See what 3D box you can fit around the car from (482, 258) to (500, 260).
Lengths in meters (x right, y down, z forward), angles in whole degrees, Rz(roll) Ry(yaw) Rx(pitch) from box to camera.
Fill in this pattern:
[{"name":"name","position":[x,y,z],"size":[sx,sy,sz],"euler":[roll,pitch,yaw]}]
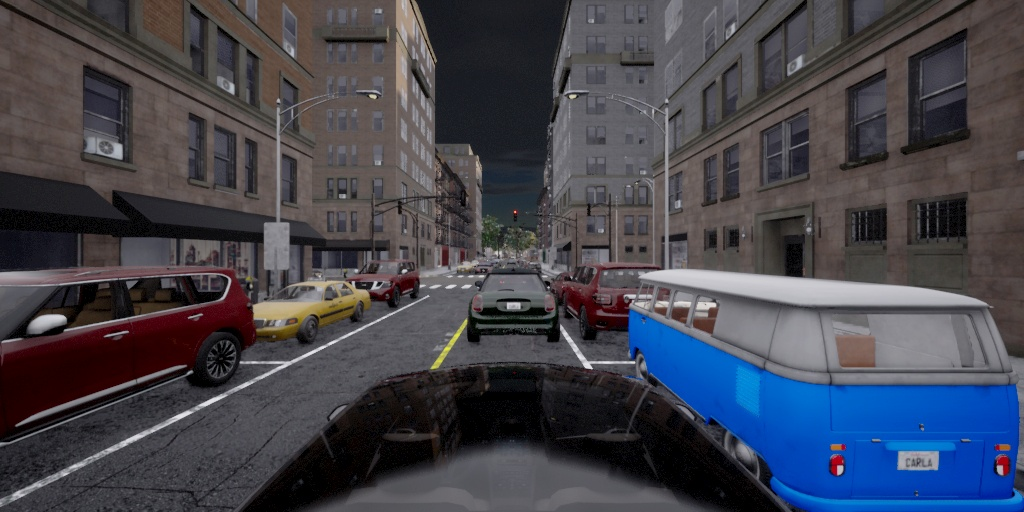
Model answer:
[{"name":"car","position":[-2.920,1.311,52.319],"size":[1.994,1.385,4.181],"euler":[0,0,0]}]

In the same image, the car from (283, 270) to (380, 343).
[{"name":"car","position":[-5.411,1.275,9.674],"size":[1.751,1.417,4.829],"euler":[0,0,0]}]

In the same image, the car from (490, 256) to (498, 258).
[{"name":"car","position":[-2.902,1.225,64.629],"size":[1.882,1.535,5.008],"euler":[0,1,0]}]

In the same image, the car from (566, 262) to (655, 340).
[{"name":"car","position":[2.626,1.064,9.856],"size":[2.192,1.841,5.009],"euler":[0,0,0]}]

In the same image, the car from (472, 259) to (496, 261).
[{"name":"car","position":[-2.907,1.311,38.155],"size":[1.994,1.385,4.181],"euler":[0,0,0]}]

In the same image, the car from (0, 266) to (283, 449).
[{"name":"car","position":[-5.402,1.065,4.167],"size":[2.192,1.841,5.009],"euler":[0,0,0]}]

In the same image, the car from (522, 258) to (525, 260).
[{"name":"car","position":[2.566,1.291,48.025],"size":[1.888,1.381,4.507],"euler":[0,0,0]}]

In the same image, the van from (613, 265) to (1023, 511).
[{"name":"van","position":[2.635,1.091,4.177],"size":[1.690,1.789,3.998],"euler":[0,0,0]}]

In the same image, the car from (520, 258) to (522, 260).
[{"name":"car","position":[2.558,1.297,53.507],"size":[2.007,1.370,4.403],"euler":[0,0,0]}]

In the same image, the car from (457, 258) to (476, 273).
[{"name":"car","position":[-5.478,1.272,42.361],"size":[1.751,1.417,4.829],"euler":[0,0,0]}]

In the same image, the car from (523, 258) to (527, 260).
[{"name":"car","position":[2.575,1.297,42.543],"size":[2.007,1.370,4.403],"euler":[0,0,0]}]

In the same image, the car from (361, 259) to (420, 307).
[{"name":"car","position":[-5.421,1.063,15.523],"size":[2.192,1.841,5.009],"euler":[0,0,0]}]

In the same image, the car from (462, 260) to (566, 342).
[{"name":"car","position":[0.021,1.101,9.892],"size":[2.097,1.767,4.553],"euler":[0,0,0]}]

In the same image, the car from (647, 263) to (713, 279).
[{"name":"car","position":[14.316,1.276,30.711],"size":[4.718,1.301,1.895],"euler":[0,0,-3]}]
